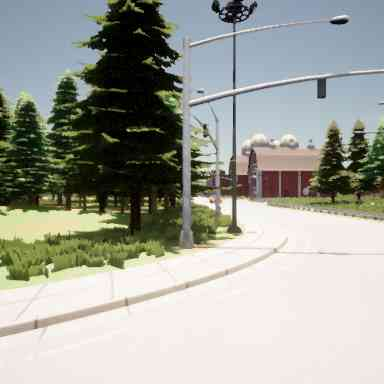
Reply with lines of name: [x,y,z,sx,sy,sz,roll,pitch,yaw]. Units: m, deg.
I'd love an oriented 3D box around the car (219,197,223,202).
car: [4.698,1.400,65.493,2.097,1.767,4.553,0,0,-6]
